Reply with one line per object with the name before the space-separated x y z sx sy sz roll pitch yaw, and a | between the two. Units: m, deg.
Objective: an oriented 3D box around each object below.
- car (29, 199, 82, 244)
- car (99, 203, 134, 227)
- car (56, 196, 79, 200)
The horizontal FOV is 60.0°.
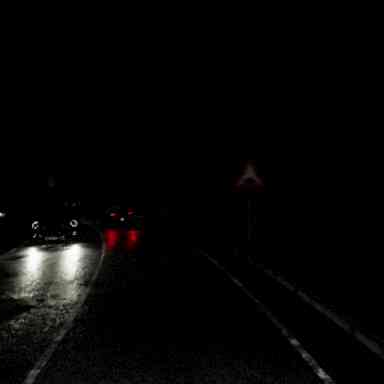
car | -6.641 1.433 16.430 2.097 1.767 4.553 -2 0 -19
car | -5.383 1.521 23.509 1.812 1.442 4.674 -2 2 -23
car | -14.546 1.504 38.212 2.150 2.045 5.566 -4 2 -39
